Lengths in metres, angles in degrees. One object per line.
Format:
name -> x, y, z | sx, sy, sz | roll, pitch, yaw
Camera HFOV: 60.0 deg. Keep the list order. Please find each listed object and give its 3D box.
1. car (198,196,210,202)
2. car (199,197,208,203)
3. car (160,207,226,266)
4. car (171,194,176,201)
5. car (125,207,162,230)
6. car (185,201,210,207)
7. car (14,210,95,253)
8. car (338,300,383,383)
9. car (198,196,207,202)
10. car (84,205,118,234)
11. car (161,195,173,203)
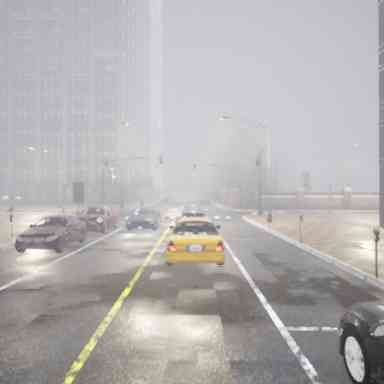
car -> 2.762, 1.820, 68.646 | 1.947, 1.339, 4.313 | 0, 0, 0
car -> 2.703, 1.835, 79.761 | 1.887, 1.381, 4.507 | 0, 0, 0
car -> 0.102, 1.512, 11.649 | 1.801, 1.575, 5.366 | 0, 0, 0
car -> -5.821, 1.756, 90.830 | 1.967, 1.590, 4.097 | 0, 0, 0
car -> -2.997, 1.699, 21.833 | 2.033, 1.411, 5.357 | 0, 0, 0
car -> 0.121, 1.652, 24.389 | 2.033, 1.411, 5.357 | 0, 0, 0
car -> -5.688, 1.647, 13.931 | 1.802, 1.307, 4.206 | 0, 0, 0
car -> 2.691, 1.565, 2.540 | 2.008, 1.369, 4.403 | 0, 0, 0
car -> 2.704, 1.855, 85.321 | 2.008, 1.369, 4.403 | 0, 0, 0
car -> -5.687, 1.528, 19.624 | 1.967, 1.590, 4.097 | 0, 0, 0
car -> -5.824, 1.838, 74.146 | 1.947, 1.339, 4.313 | 0, 0, 0
